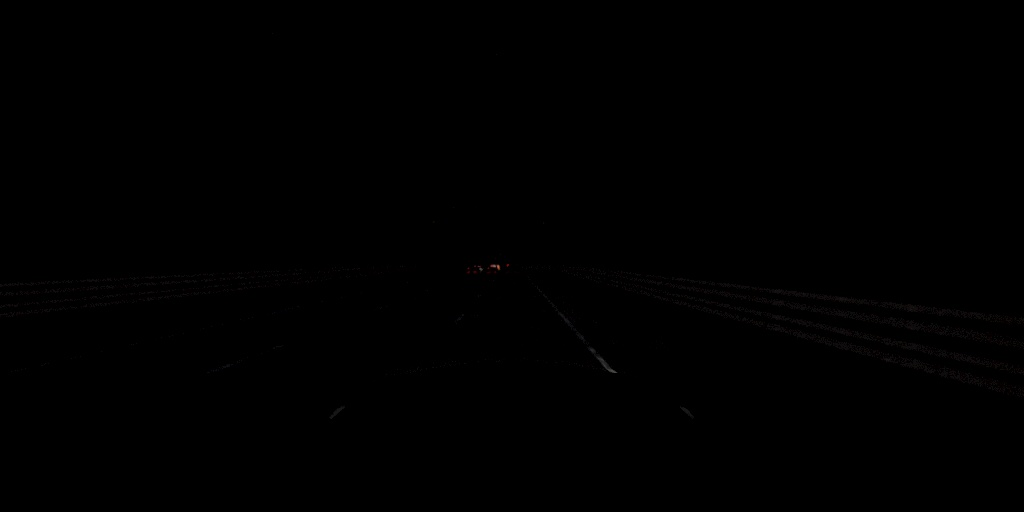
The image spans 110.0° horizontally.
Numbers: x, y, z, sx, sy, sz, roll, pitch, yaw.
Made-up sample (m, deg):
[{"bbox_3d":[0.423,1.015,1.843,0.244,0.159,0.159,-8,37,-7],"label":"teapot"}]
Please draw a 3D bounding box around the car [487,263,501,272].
[{"bbox_3d":[-3.503,2.266,65.231,1.895,1.301,4.718,0,-2,0],"label":"car"}]

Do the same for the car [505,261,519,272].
[{"bbox_3d":[-0.003,1.874,64.831,2.150,2.045,5.566,0,-2,0],"label":"car"}]
